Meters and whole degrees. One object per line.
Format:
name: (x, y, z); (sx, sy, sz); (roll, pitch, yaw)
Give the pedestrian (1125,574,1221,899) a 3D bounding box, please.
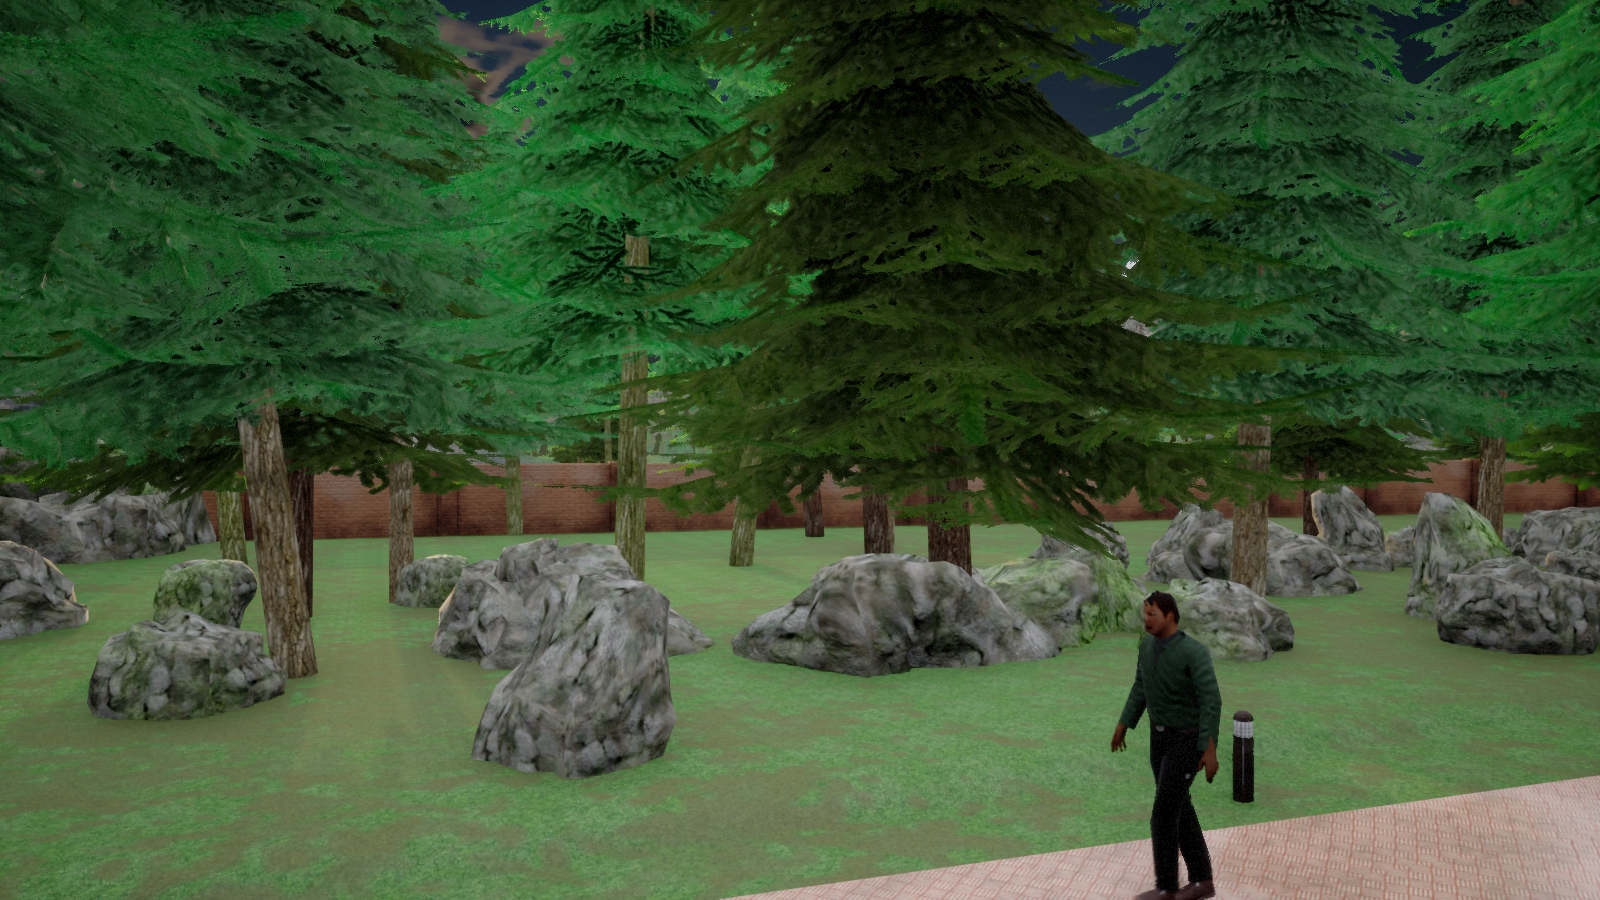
pedestrian: (2.143, 1.667, 6.574); (0.375, 1.860, 0.375); (0, 0, -19)
